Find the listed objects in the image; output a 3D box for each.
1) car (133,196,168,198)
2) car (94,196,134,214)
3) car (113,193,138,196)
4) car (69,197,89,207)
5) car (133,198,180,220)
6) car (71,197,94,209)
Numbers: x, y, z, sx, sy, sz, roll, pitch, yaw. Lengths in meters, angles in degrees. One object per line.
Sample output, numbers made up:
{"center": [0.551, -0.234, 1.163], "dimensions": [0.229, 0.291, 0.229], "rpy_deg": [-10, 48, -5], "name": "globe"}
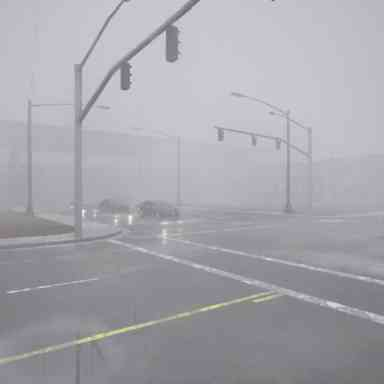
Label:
{"center": [-4.760, 1.526, 37.151], "dimensions": [1.812, 1.442, 4.674], "rpy_deg": [0, 0, -36], "name": "car"}
{"center": [-8.481, 1.478, 35.987], "dimensions": [1.882, 1.535, 5.008], "rpy_deg": [0, 0, -36], "name": "car"}
{"center": [-13.633, 1.221, 66.099], "dimensions": [2.150, 2.045, 5.566], "rpy_deg": [-1, 0, 20], "name": "car"}
{"center": [-18.322, 1.547, 54.154], "dimensions": [2.033, 1.411, 5.357], "rpy_deg": [0, 0, -8], "name": "car"}
{"center": [-2.903, 1.505, 28.414], "dimensions": [1.837, 1.490, 4.892], "rpy_deg": [0, 0, -36], "name": "car"}
{"center": [-14.279, 1.526, 44.276], "dimensions": [1.812, 1.442, 4.674], "rpy_deg": [0, 0, -32], "name": "car"}
